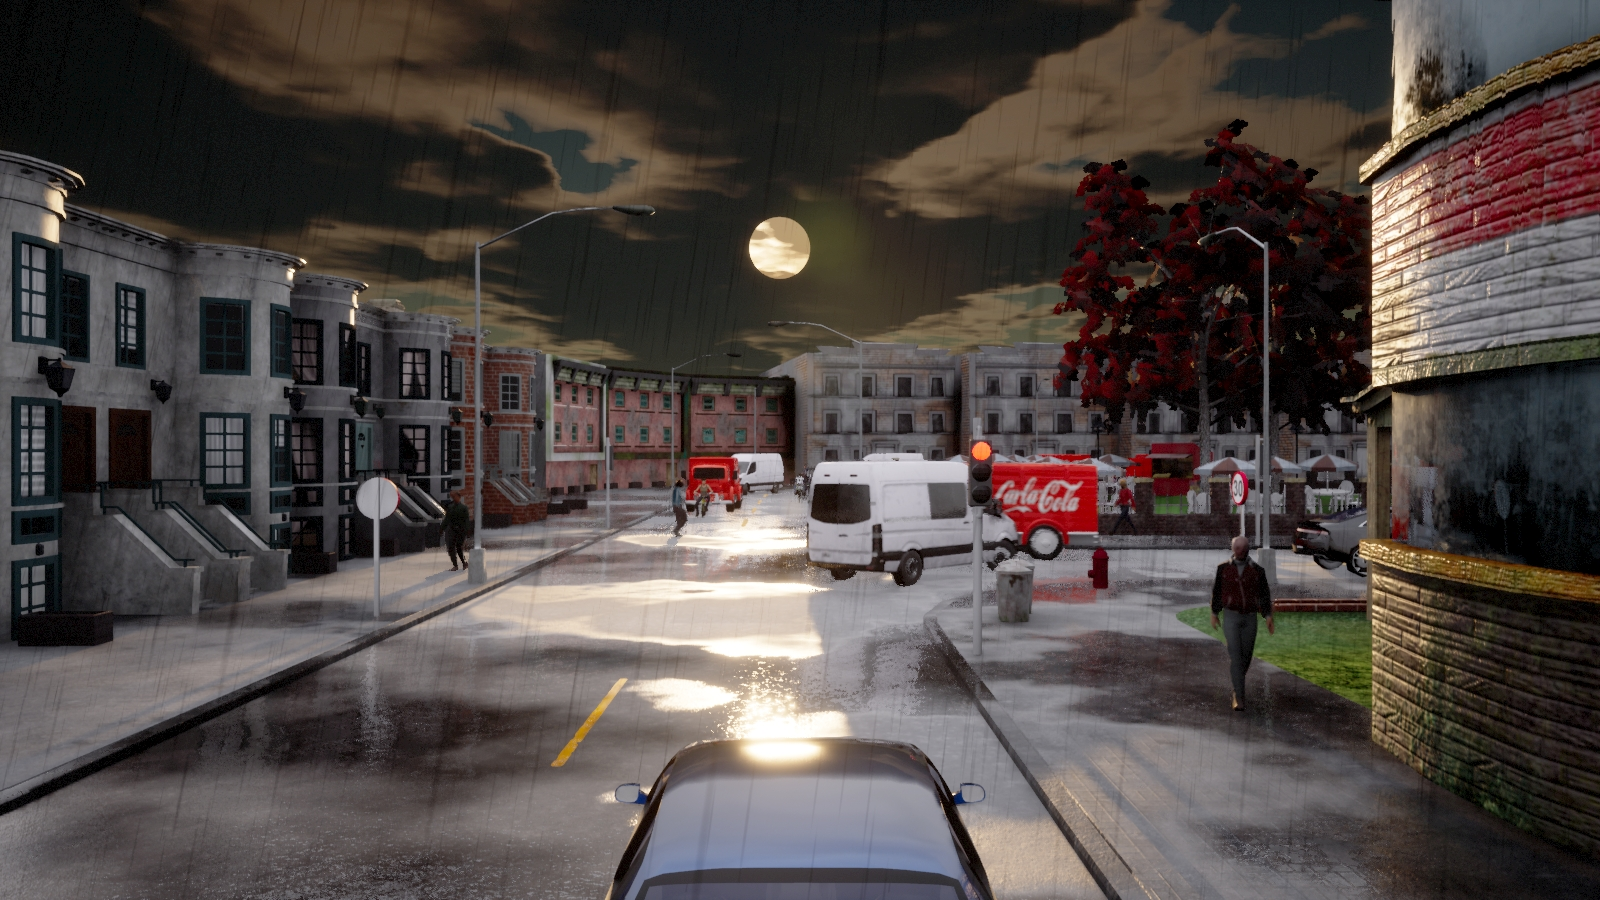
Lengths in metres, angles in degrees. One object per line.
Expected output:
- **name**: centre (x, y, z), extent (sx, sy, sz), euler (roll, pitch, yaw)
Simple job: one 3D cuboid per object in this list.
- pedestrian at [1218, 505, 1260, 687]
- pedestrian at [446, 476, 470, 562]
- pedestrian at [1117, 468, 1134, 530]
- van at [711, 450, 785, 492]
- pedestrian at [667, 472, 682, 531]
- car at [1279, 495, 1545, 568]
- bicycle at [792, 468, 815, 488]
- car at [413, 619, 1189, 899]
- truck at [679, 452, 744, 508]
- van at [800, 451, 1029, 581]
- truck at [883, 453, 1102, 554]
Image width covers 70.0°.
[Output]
- **pedestrian**: centre (4.635, 1.521, 12.068), extent (0.375, 1.860, 0.375), euler (0, 0, 15)
- **pedestrian**: centre (-7.555, 1.516, 25.220), extent (0.375, 1.860, 0.375), euler (0, 0, 10)
- **pedestrian**: centre (10.024, 1.502, 35.163), extent (0.375, 1.860, 0.375), euler (0, 0, -12)
- **van**: centre (-3.214, 1.289, 72.299), extent (1.988, 2.561, 5.915), euler (0, 0, 28)
- **pedestrian**: centre (-3.969, 1.615, 36.116), extent (0.375, 1.860, 0.375), euler (0, 0, -23)
- **car**: centre (13.778, 1.817, 25.951), extent (4.902, 1.511, 2.128), euler (0, 0, -1)
- **bicycle**: centre (0.259, 1.909, 77.024), extent (1.643, 1.296, 0.373), euler (0, 0, -36)
- **car**: centre (-0.001, 1.884, 5.268), extent (2.033, 1.411, 5.357), euler (0, 0, 0)
- **truck**: centre (-4.030, 1.328, 52.854), extent (2.627, 2.467, 5.204), euler (0, 0, 0)
- **van**: centre (2.707, 1.304, 25.406), extent (1.988, 2.561, 5.915), euler (-1, -1, 41)
- **truck**: centre (4.904, 1.343, 29.824), extent (5.204, 2.467, 2.627), euler (0, 0, -2)
